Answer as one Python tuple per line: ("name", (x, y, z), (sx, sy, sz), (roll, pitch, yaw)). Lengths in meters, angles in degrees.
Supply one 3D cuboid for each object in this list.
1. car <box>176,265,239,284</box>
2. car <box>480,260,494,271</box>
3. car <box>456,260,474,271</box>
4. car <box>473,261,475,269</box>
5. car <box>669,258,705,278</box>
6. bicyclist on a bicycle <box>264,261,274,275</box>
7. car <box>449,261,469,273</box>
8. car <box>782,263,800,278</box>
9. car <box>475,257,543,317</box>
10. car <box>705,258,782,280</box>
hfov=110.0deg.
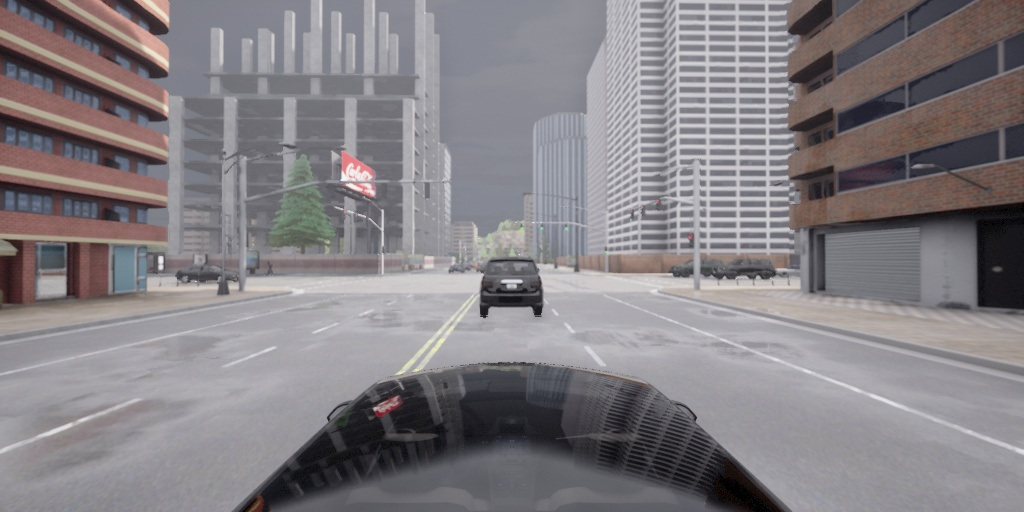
("car", (-25.104, 1.504, 29.984), (4.892, 1.490, 1.837), (0, 0, -1))
("car", (-4.375, 1.629, 63.526), (2.097, 1.767, 4.553), (0, 0, 0))
("car", (-7.845, 1.750, 59.600), (1.837, 1.490, 4.892), (0, 0, -1))
("car", (-4.281, 1.759, 53.833), (1.994, 1.385, 4.181), (0, 0, -1))
("car", (19.659, 1.274, 38.025), (5.566, 2.045, 2.150), (0, 0, -1))
("bicyclist on a bicycle", (-28.405, 1.402, 41.906), (0.582, 1.620, 1.656), (0, 0, -1))
("car", (-7.746, 1.736, 51.027), (1.994, 1.385, 4.181), (0, 0, -1))
("car", (29.790, 1.651, 38.202), (4.718, 1.301, 1.895), (0, 0, -1))
("car", (-0.072, 1.074, 13.935), (2.150, 2.045, 5.566), (0, -1, -1))
("car", (22.245, 1.243, 34.577), (5.566, 2.045, 2.150), (0, 0, -1))
